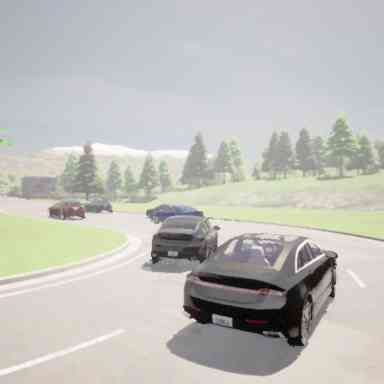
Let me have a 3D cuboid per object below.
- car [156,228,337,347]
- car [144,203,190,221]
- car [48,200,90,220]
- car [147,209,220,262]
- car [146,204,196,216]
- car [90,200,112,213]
[{"bbox_3d":[1.659,1.576,6.640,2.128,1.511,4.902,0,0,31],"label":"car"},{"bbox_3d":[-2.491,1.861,32.017,1.812,1.442,4.674,1,-1,-45],"label":"car"},{"bbox_3d":[-12.053,1.622,31.817,2.097,1.767,4.553,1,-1,-43],"label":"car"},{"bbox_3d":[-0.137,1.641,12.405,1.837,1.490,4.892,2,0,10],"label":"car"},{"bbox_3d":[-1.193,1.753,25.770,1.882,1.535,5.008,2,-1,-40],"label":"car"},{"bbox_3d":[-11.937,1.737,42.316,2.097,1.767,4.553,1,-1,-39],"label":"car"}]
